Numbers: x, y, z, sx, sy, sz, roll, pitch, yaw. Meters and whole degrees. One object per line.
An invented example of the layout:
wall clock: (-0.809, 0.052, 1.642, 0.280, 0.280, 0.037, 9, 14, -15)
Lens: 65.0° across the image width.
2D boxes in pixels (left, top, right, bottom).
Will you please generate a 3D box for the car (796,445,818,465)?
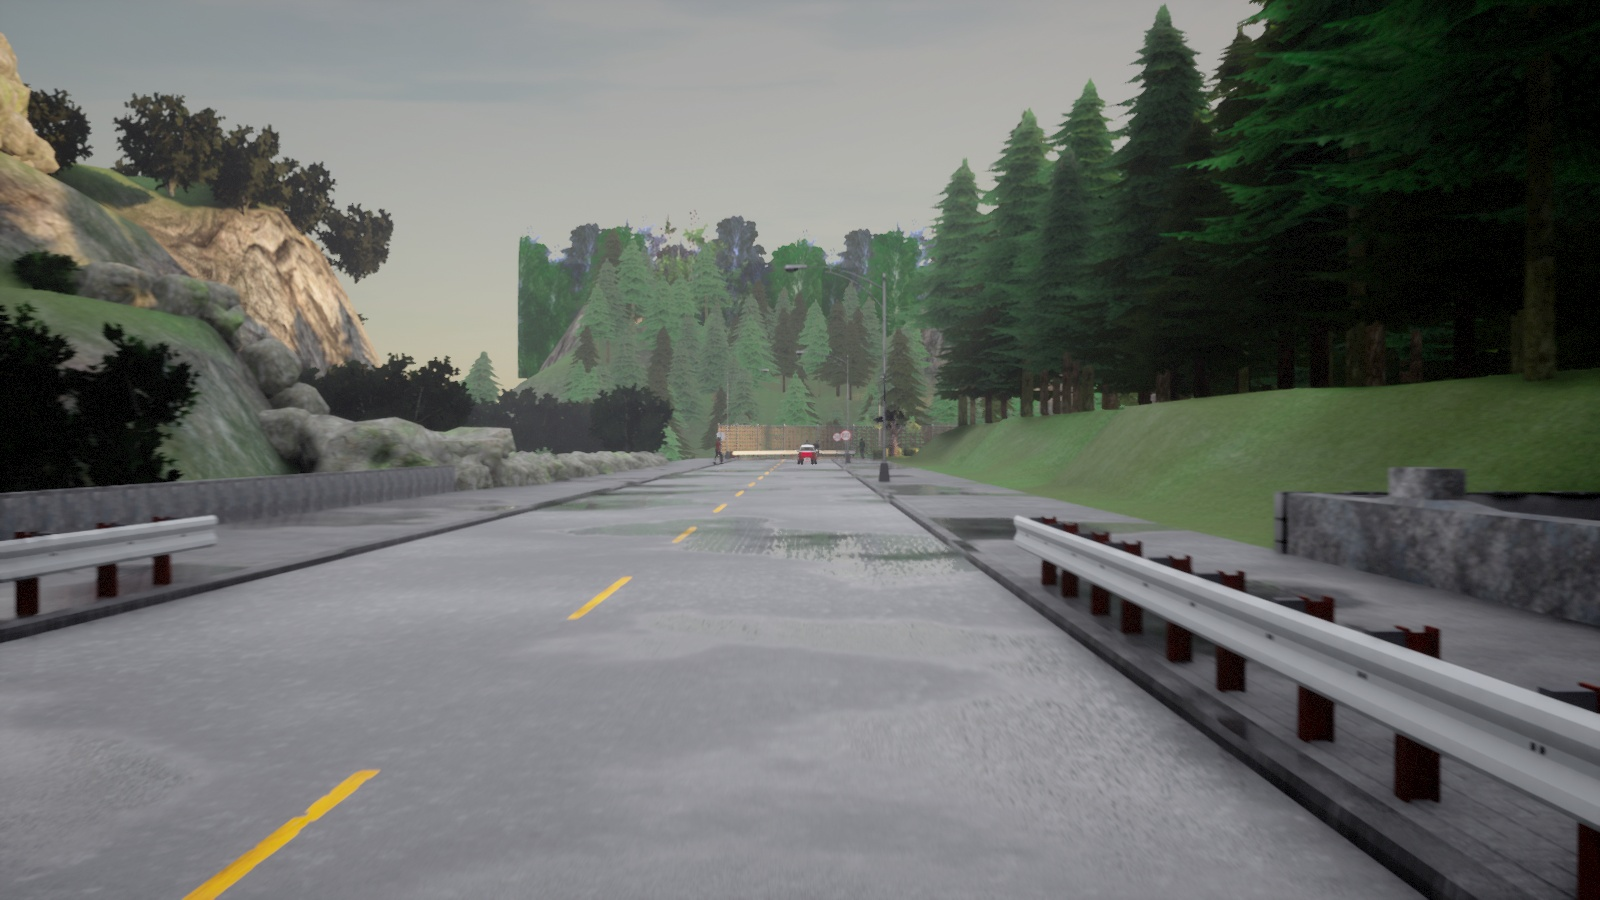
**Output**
car: (0.496, 0.317, 86.996, 1.481, 1.376, 2.207, 0, 1, 0)
